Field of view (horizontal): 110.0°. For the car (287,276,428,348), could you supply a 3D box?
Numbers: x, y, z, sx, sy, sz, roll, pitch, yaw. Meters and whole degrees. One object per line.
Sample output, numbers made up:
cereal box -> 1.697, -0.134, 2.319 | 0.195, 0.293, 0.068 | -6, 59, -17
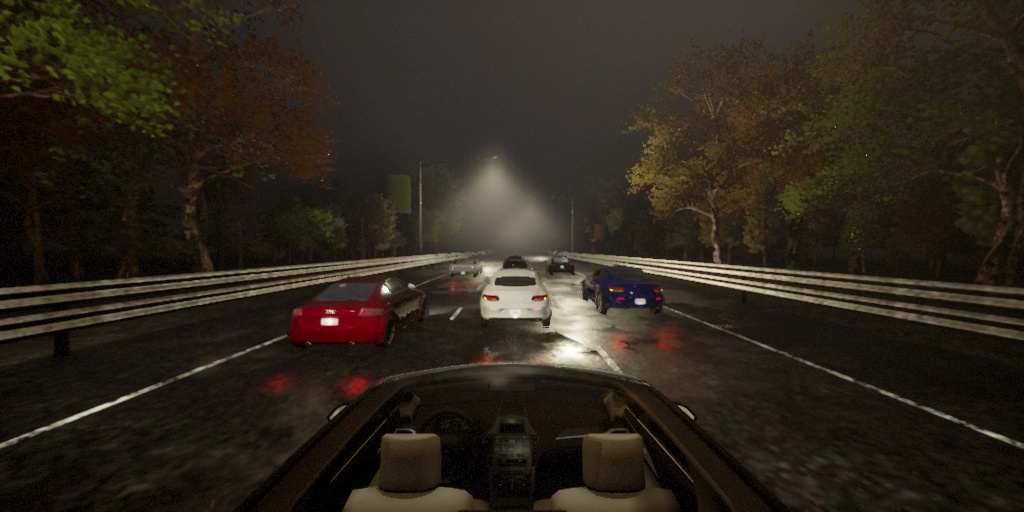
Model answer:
car -> -3.416, 1.162, 8.742 | 1.994, 1.385, 4.181 | 0, 1, 0

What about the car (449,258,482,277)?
car -> -3.278, 0.814, 26.435 | 1.895, 1.301, 4.718 | 0, 1, 1

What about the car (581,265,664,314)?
car -> 3.611, 1.045, 12.335 | 1.812, 1.442, 4.674 | 0, 1, 0

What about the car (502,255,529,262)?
car -> 0.250, 0.676, 28.332 | 1.837, 1.490, 4.892 | 0, 1, 1

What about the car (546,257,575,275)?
car -> 3.754, 0.730, 28.595 | 1.994, 1.385, 4.181 | 0, 1, 1

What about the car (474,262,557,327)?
car -> 0.101, 1.082, 10.624 | 1.812, 1.442, 4.674 | 0, 1, 1
